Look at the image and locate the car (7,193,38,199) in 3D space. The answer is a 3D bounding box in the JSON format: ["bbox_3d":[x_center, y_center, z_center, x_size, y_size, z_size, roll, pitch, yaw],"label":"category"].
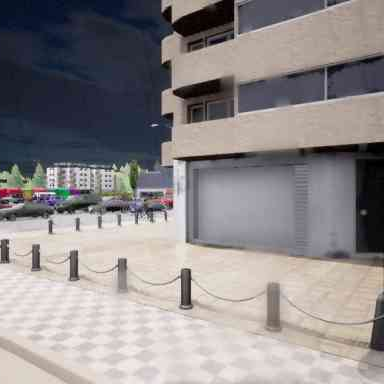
[{"bbox_3d":[-34.653,1.209,68.176,1.932,1.855,4.605,0,0,35],"label":"car"}]

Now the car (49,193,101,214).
[{"bbox_3d":[-12.273,1.277,36.479,2.150,2.045,5.566,0,0,35],"label":"car"}]

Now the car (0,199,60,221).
[{"bbox_3d":[-13.964,1.581,27.923,1.812,1.442,4.674,0,0,35],"label":"car"}]

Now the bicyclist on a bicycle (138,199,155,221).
[{"bbox_3d":[-3.281,1.356,24.068,1.656,1.620,0.582,0,0,35],"label":"bicyclist on a bicycle"}]

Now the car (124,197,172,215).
[{"bbox_3d":[-4.545,1.581,34.965,1.812,1.442,4.674,0,0,35],"label":"car"}]

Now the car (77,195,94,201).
[{"bbox_3d":[-26.936,1.451,84.185,1.970,1.475,3.806,0,0,35],"label":"car"}]

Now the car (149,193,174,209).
[{"bbox_3d":[-2.678,1.277,44.068,2.150,2.045,5.566,0,0,35],"label":"car"}]

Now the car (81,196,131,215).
[{"bbox_3d":[-8.808,1.547,35.325,2.128,1.511,4.902,0,0,35],"label":"car"}]

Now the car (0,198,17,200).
[{"bbox_3d":[-17.972,1.533,28.334,1.882,1.535,5.008,0,0,35],"label":"car"}]

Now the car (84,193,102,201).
[{"bbox_3d":[-24.576,1.211,82.508,1.905,1.878,3.866,0,0,35],"label":"car"}]

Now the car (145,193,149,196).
[{"bbox_3d":[-8.515,1.211,71.232,1.905,1.878,3.866,0,0,35],"label":"car"}]

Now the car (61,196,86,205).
[{"bbox_3d":[-20.790,1.451,58.514,1.970,1.475,3.806,0,0,35],"label":"car"}]
